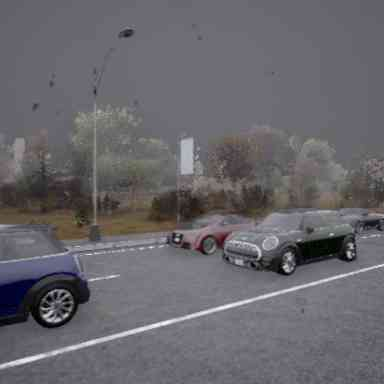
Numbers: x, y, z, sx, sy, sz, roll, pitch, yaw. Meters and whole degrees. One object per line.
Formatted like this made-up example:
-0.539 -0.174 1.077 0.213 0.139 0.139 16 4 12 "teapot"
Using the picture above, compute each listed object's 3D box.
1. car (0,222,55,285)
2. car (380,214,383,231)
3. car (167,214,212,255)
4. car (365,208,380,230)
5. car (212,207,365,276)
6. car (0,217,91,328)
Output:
-6.107 1.601 8.244 4.718 1.301 1.895 0 0 -35 "car"
11.515 1.589 16.389 4.718 1.301 1.895 0 0 -36 "car"
1.101 1.559 13.312 4.181 1.385 1.994 0 0 -35 "car"
9.324 1.553 19.126 4.181 1.385 1.994 0 0 -36 "car"
3.142 1.347 10.479 4.553 1.767 2.097 0 0 -35 "car"
-4.107 1.352 5.331 4.553 1.767 2.097 0 0 -36 "car"
